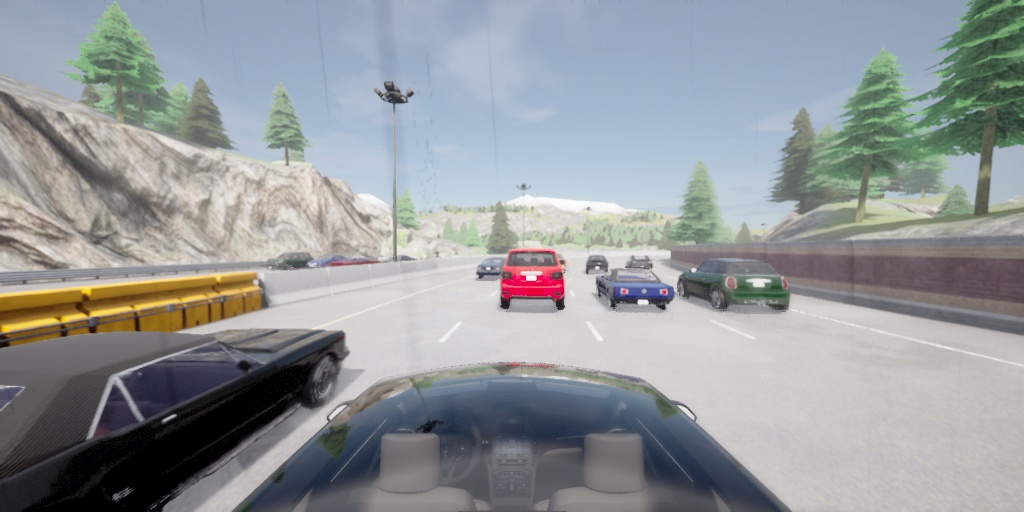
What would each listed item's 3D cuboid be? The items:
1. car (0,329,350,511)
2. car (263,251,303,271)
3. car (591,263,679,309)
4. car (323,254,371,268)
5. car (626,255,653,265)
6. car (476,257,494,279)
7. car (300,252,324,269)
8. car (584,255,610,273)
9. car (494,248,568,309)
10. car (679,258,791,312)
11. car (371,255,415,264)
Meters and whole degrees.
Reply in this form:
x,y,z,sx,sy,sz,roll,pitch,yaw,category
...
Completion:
x,y,z,sx,sy,sz,roll,pitch,yaw,category
-3.320,1.319,3.086,1.895,1.301,4.718,0,1,1,car
-20.866,0.412,33.799,2.097,1.767,4.553,0,1,12,car
4.340,1.108,13.452,1.895,1.301,4.718,0,1,6,car
-14.139,0.703,32.056,1.895,1.301,4.718,0,1,12,car
10.901,0.641,30.776,2.128,1.511,4.902,0,1,14,car
-1.041,0.802,25.281,2.033,1.411,5.357,0,1,11,car
-17.253,0.583,34.069,1.812,1.442,4.674,0,1,13,car
7.304,0.651,30.793,1.837,1.490,4.892,0,1,13,car
0.863,0.720,13.735,2.150,2.045,5.566,0,1,6,car
7.872,0.866,13.235,2.097,1.767,4.553,0,1,6,car
-10.404,0.618,32.667,1.812,1.442,4.674,0,1,13,car
